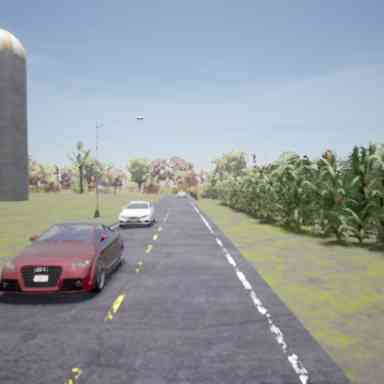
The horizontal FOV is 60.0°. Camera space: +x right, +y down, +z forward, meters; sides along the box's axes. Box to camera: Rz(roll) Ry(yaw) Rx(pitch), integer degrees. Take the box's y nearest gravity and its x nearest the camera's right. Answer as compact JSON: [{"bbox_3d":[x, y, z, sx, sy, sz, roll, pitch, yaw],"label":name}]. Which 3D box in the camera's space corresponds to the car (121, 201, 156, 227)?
[{"bbox_3d":[-3.297,1.293,20.699,1.812,1.442,4.674,-1,1,-2],"label":"car"}]

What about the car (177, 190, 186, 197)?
[{"bbox_3d":[-2.656,0.366,84.184,2.128,1.511,4.902,-1,1,-2],"label":"car"}]

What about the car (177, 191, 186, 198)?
[{"bbox_3d":[-2.295,0.602,73.915,1.812,1.442,4.674,-1,1,-2],"label":"car"}]

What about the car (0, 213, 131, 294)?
[{"bbox_3d":[-3.000,1.482,8.520,1.994,1.385,4.181,-1,1,-1],"label":"car"}]
